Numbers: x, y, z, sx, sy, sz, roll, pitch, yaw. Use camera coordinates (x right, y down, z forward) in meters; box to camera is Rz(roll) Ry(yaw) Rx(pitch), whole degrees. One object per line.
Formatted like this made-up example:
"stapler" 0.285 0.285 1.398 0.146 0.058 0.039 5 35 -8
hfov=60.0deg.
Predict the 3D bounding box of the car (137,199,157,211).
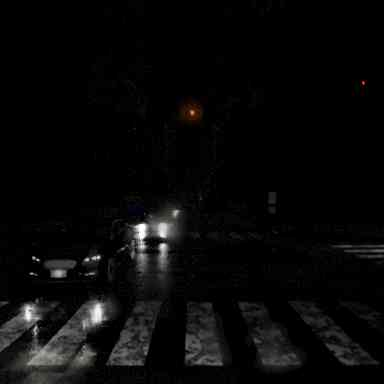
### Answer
"car" -5.436 1.540 40.764 1.947 1.339 4.313 0 0 0

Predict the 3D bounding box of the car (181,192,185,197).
"car" -2.793 1.155 59.331 2.033 1.411 5.357 0 0 0

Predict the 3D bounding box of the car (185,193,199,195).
"car" -0.047 1.449 65.166 2.128 1.511 4.902 0 0 0

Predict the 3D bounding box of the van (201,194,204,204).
"van" 2.651 1.308 51.584 1.690 1.788 3.998 0 0 0

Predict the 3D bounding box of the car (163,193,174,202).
"car" -5.452 1.262 78.608 2.192 1.841 5.009 0 0 0

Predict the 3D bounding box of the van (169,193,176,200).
"van" -5.459 1.277 94.827 1.690 1.788 3.998 0 0 0

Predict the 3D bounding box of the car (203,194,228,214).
"car" 2.678 1.293 35.365 2.192 1.841 5.009 0 0 0

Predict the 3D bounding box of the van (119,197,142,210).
"van" -5.431 1.323 29.952 1.690 1.788 3.998 0 0 0

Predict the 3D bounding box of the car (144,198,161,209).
"car" -5.438 1.515 46.171 1.887 1.381 4.507 0 0 0

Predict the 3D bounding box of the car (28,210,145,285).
"car" -2.861 1.492 9.579 2.128 1.511 4.902 0 0 0

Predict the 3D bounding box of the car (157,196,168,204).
"car" -5.445 1.485 62.220 1.752 1.417 4.829 0 0 0

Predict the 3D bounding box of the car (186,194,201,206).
"car" 0.013 1.512 55.217 2.033 1.411 5.357 0 0 0

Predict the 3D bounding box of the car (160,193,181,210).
"car" -2.877 1.193 43.204 2.150 2.045 5.566 0 0 0

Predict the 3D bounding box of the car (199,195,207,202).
"car" 2.608 1.473 78.785 1.752 1.417 4.829 0 0 0

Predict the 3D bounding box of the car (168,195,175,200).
"car" -5.457 1.522 89.421 1.802 1.307 4.206 0 0 0

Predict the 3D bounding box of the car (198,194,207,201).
"car" 2.599 1.384 84.021 1.967 1.590 4.097 0 0 0

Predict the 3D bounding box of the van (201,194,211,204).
"van" 2.634 1.300 62.397 1.690 1.788 3.998 0 0 0

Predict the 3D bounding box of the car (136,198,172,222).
"car" -2.871 1.489 25.915 1.837 1.490 4.892 0 0 0
